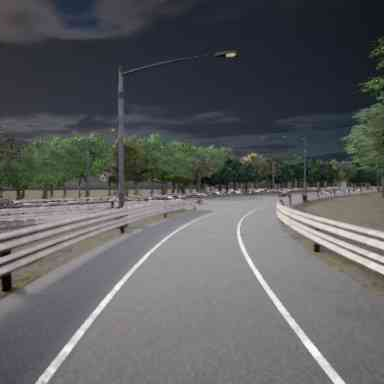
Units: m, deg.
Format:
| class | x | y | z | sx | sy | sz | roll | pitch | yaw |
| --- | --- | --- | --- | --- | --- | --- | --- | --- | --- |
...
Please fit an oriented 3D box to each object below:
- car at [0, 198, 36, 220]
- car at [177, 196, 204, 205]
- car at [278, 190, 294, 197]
| class | x | y | z | sx | sy | sz | roll | pitch | yaw |
| --- | --- | --- | --- | --- | --- | --- | --- | --- | --- |
| car | -17.049 | 1.543 | 29.676 | 2.150 | 2.045 | 5.566 | 0 | 1 | 41 |
| car | -0.562 | 1.254 | 48.611 | 2.033 | 1.411 | 5.357 | 0 | 2 | 41 |
| car | 20.516 | 0.351 | 72.813 | 1.812 | 1.442 | 4.674 | 0 | 2 | 41 |
